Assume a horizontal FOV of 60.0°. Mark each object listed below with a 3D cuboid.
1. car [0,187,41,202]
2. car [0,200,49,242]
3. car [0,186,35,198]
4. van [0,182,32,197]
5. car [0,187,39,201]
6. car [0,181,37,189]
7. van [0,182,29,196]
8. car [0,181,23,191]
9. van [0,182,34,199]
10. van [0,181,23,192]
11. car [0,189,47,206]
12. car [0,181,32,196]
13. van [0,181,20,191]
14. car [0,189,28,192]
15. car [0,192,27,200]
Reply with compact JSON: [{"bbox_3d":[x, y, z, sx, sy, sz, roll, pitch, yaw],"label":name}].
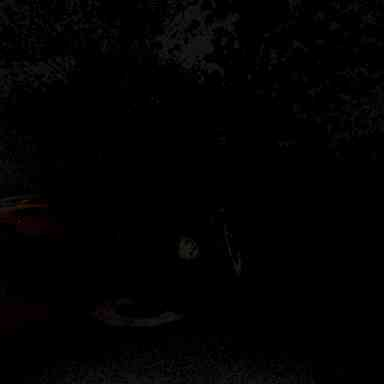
[{"bbox_3d":[-19.417,0.308,36.786,4.792,1.488,2.163,1,2,-30],"label":"car"},{"bbox_3d":[-6.914,1.307,15.239,5.008,1.535,2.097,1,2,-30],"label":"car"},{"bbox_3d":[-23.548,-0.012,43.835,5.008,1.535,2.097,1,1,-30],"label":"car"},{"bbox_3d":[-24.838,-0.327,46.279,4.442,1.987,1.878,1,1,-30],"label":"van"},{"bbox_3d":[-20.743,0.210,39.065,4.792,1.488,2.163,1,1,-30],"label":"car"},{"bbox_3d":[-15.168,0.370,29.494,5.566,2.045,2.435,1,2,-30],"label":"car"},{"bbox_3d":[-26.432,-0.421,48.555,4.442,1.987,1.878,1,1,-30],"label":"van"},{"bbox_3d":[-38.956,-1.271,70.241,5.566,2.045,2.435,1,1,-30],"label":"car"},{"bbox_3d":[-22.238,-0.144,41.367,4.442,1.987,1.878,1,2,-31],"label":"van"},{"bbox_3d":[-34.652,-0.969,63.137,4.442,1.987,1.878,1,1,-30],"label":"van"},{"bbox_3d":[-16.618,0.535,31.865,4.792,1.488,2.163,1,2,-30],"label":"car"},{"bbox_3d":[-27.748,-0.537,50.991,5.566,2.045,2.435,1,1,-30],"label":"car"},{"bbox_3d":[-40.224,-1.334,72.707,4.442,1.987,1.878,1,1,-30],"label":"van"},{"bbox_3d":[-12.577,0.845,24.610,5.366,1.575,1.946,1,2,-30],"label":"car"},{"bbox_3d":[-8.271,1.067,17.647,4.553,1.767,2.185,1,2,-30],"label":"car"}]
